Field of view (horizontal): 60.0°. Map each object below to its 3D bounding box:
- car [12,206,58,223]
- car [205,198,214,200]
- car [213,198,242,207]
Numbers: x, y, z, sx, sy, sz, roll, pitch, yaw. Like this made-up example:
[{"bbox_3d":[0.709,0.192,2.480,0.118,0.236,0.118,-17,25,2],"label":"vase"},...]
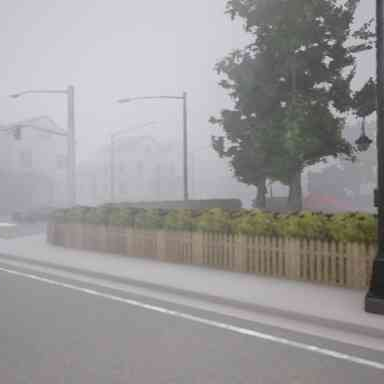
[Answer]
[{"bbox_3d":[-12.996,1.871,28.463,1.994,1.385,4.181,-1,0,35],"label":"car"},{"bbox_3d":[2.867,1.664,51.259,2.097,1.767,4.553,-1,0,35],"label":"car"},{"bbox_3d":[5.666,1.762,48.859,2.128,1.511,4.902,-1,0,35],"label":"car"}]
